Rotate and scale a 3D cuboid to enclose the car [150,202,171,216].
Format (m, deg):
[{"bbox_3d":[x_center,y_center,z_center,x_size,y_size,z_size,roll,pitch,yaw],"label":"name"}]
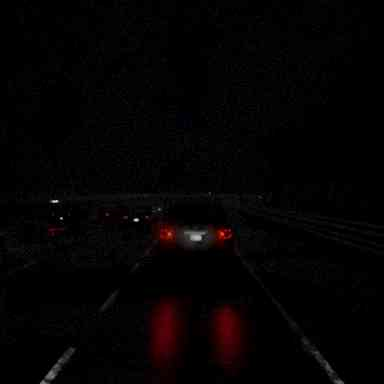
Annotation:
[{"bbox_3d":[-3.472,1.854,37.437,1.994,1.385,4.181,0,0,0],"label":"car"}]

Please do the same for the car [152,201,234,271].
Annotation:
[{"bbox_3d":[0.108,1.310,11.386,2.150,2.045,5.566,0,0,0],"label":"car"}]

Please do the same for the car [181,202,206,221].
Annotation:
[{"bbox_3d":[0.146,1.730,30.790,2.128,1.511,4.902,0,0,1],"label":"car"}]

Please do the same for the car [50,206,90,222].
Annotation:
[{"bbox_3d":[-10.379,1.824,28.647,1.895,1.301,4.718,0,0,0],"label":"car"}]

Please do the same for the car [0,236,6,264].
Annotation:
[{"bbox_3d":[-6.894,1.560,8.766,2.128,1.511,4.902,0,0,0],"label":"car"}]

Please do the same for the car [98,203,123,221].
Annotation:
[{"bbox_3d":[-6.877,1.707,29.484,1.882,1.535,5.008,0,0,0],"label":"car"}]

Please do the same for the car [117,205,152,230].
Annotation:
[{"bbox_3d":[-3.483,1.741,22.785,1.994,1.385,4.181,0,0,0],"label":"car"}]
